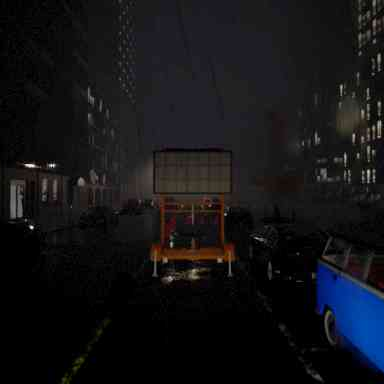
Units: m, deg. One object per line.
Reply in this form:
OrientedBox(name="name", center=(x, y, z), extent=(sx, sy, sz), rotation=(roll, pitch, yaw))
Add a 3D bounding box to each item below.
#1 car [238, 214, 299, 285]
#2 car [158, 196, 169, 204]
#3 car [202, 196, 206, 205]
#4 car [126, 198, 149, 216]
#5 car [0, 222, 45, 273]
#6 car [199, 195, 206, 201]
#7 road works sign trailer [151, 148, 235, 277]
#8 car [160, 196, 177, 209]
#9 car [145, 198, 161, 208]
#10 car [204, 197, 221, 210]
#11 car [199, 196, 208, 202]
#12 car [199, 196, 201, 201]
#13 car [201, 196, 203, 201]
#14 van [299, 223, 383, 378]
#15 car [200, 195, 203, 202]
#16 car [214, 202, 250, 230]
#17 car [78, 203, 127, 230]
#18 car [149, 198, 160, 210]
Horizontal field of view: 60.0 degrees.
OrientedBox(name="car", center=(2.697, 1.551, 9.292), extent=(2.008, 1.369, 4.403), rotation=(0, 0, 0))
OrientedBox(name="car", center=(-5.677, 1.558, 66.205), extent=(1.887, 1.381, 4.507), rotation=(0, 0, 0))
OrientedBox(name="car", center=(2.702, 1.446, 43.425), extent=(1.967, 1.590, 4.097), rotation=(0, 0, 0))
OrientedBox(name="car", center=(-5.680, 1.444, 32.071), extent=(1.967, 1.590, 4.097), rotation=(0, 0, 0))
OrientedBox(name="car", center=(-5.684, 1.566, 9.314), extent=(1.947, 1.339, 4.313), rotation=(0, 0, 0))
OrientedBox(name="car", center=(2.707, 1.550, 89.107), extent=(1.752, 1.417, 4.829), rotation=(0, 0, 0))
OrientedBox(name="road works sign trailer", center=(0.025, 0.465, 10.256), extent=(2.380, 3.560, 2.880), rotation=(0, 0, 0))
OrientedBox(name="car", center=(-3.071, 1.358, 44.471), extent=(2.097, 1.767, 4.553), rotation=(0, 0, 0))
OrientedBox(name="car", center=(-5.679, 1.552, 49.138), extent=(1.887, 1.381, 4.507), rotation=(0, 0, 0))
OrientedBox(name="car", center=(2.700, 1.555, 37.737), extent=(2.008, 1.369, 4.403), rotation=(0, 0, 0))
OrientedBox(name="car", center=(2.705, 1.585, 77.559), extent=(1.947, 1.339, 4.313), rotation=(0, 0, 0))
OrientedBox(name="car", center=(2.703, 1.561, 60.493), extent=(2.008, 1.369, 4.403), rotation=(0, 0, 0))
OrientedBox(name="car", center=(2.702, 1.552, 49.115), extent=(1.887, 1.381, 4.507), rotation=(0, 0, 0))
OrientedBox(name="van", center=(2.699, 1.341, 3.604), extent=(1.690, 1.788, 3.998), rotation=(0, 0, 0))
OrientedBox(name="car", center=(2.702, 1.591, 54.804), extent=(1.802, 1.307, 4.206), rotation=(0, 0, 0))
OrientedBox(name="car", center=(2.699, 1.552, 20.670), extent=(2.008, 1.369, 4.403), rotation=(0, 0, 0))
OrientedBox(name="car", center=(-5.682, 1.552, 20.692), extent=(2.008, 1.369, 4.403), rotation=(0, 0, 0))
OrientedBox(name="car", center=(-5.680, 1.557, 43.449), extent=(2.008, 1.369, 4.403), rotation=(0, 0, 0))
